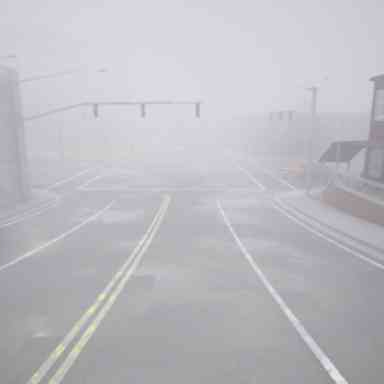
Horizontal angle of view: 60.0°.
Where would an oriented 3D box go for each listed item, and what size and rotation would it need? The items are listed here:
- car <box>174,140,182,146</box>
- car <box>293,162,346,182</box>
[{"bbox_3d":[-3.512,-12.128,82.655,1.895,1.301,4.718,0,12,0],"label":"car"},{"bbox_3d":[12.119,-2.026,31.584,4.553,1.767,2.097,0,12,0],"label":"car"}]
